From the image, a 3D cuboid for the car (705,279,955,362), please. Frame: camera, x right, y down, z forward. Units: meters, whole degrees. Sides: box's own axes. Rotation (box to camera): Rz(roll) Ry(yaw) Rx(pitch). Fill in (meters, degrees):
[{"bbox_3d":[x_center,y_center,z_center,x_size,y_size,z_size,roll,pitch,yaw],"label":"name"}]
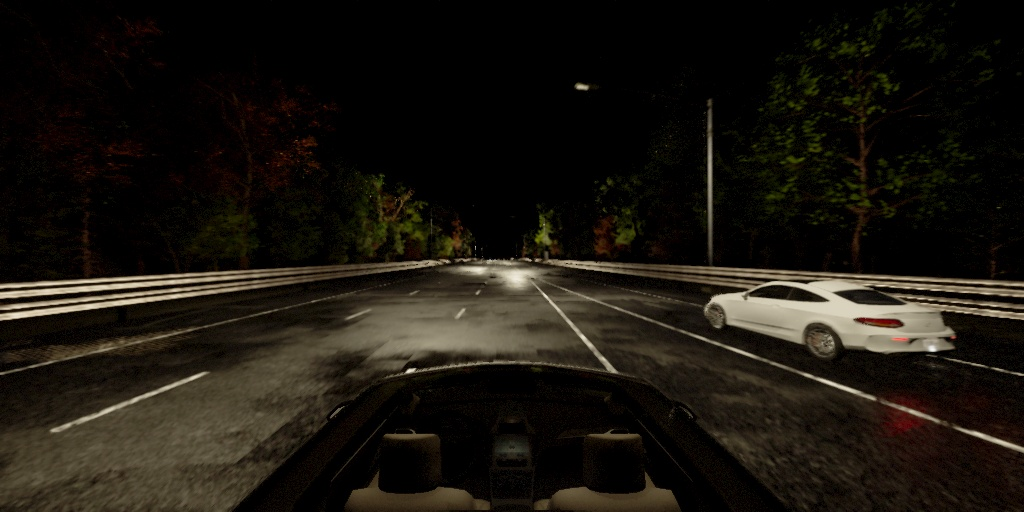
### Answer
[{"bbox_3d":[6.511,1.247,8.099,1.812,1.442,4.674,0,0,-7],"label":"car"}]
